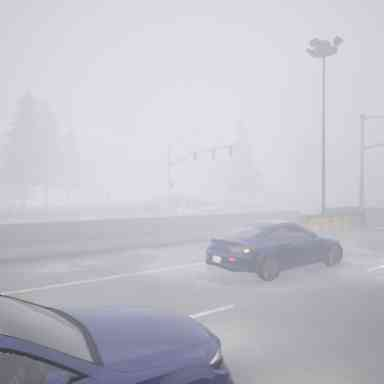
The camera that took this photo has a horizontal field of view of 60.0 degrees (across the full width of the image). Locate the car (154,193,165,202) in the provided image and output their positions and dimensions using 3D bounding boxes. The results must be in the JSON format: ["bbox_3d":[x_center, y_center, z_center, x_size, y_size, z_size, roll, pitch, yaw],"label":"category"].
[{"bbox_3d":[-8.126,1.356,82.484,2.150,2.045,5.566,0,0,-11],"label":"car"}]

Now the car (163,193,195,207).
[{"bbox_3d":[-2.128,1.314,53.328,2.150,2.045,5.566,0,0,-28],"label":"car"}]

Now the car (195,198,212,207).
[{"bbox_3d":[1.229,1.650,54.382,2.033,1.411,5.357,0,0,-29],"label":"car"}]

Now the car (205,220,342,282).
[{"bbox_3d":[2.509,1.550,9.834,4.674,1.442,1.812,0,0,-35],"label":"car"}]

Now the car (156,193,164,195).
[{"bbox_3d":[-6.012,1.343,72.293,2.150,2.045,5.566,0,0,-18],"label":"car"}]

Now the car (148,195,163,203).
[{"bbox_3d":[-6.283,1.699,62.152,1.895,1.301,4.718,0,0,-22],"label":"car"}]

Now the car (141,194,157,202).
[{"bbox_3d":[-9.359,1.647,71.262,2.033,1.411,5.357,0,0,-18],"label":"car"}]

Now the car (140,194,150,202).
[{"bbox_3d":[-11.429,1.475,80.952,2.097,1.767,4.553,0,0,-11],"label":"car"}]

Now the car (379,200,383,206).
[{"bbox_3d":[35.108,1.758,58.985,4.718,1.301,1.895,0,0,-35],"label":"car"}]

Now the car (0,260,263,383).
[{"bbox_3d":[-1.800,1.525,2.437,4.674,1.442,1.812,0,0,-36],"label":"car"}]
